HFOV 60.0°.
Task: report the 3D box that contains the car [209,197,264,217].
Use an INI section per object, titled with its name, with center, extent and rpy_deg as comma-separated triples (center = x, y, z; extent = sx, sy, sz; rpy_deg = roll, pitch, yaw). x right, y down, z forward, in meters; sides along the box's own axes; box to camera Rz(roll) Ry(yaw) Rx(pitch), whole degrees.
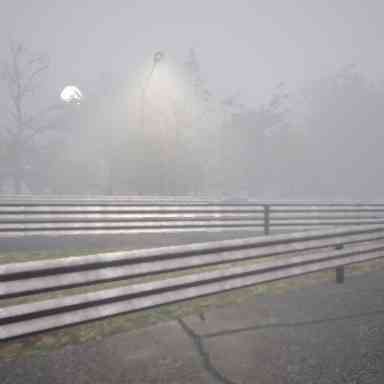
[car]
center = 3.432, 1.131, 25.132
extent = 4.674, 1.442, 1.812
rpy_deg = 1, 0, -17
